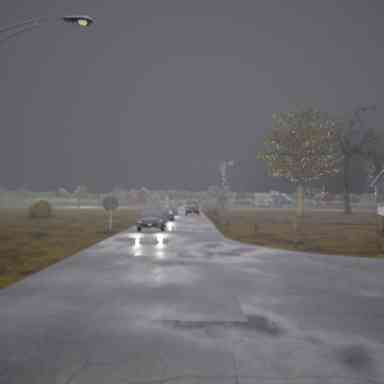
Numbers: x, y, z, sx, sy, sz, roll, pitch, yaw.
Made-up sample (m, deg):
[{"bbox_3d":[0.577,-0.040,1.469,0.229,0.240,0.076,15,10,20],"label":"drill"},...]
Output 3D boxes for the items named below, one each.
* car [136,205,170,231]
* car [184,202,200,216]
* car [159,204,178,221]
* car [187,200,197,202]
[{"bbox_3d":[-2.818,1.942,23.986,1.837,1.490,4.892,0,-2,-1],"label":"car"},{"bbox_3d":[0.069,2.430,45.438,1.837,1.490,4.892,0,-1,0],"label":"car"},{"bbox_3d":[-2.870,2.018,34.328,2.097,1.767,4.553,0,-1,0],"label":"car"},{"bbox_3d":[-0.022,2.404,55.817,2.150,2.045,5.566,0,-1,0],"label":"car"}]
